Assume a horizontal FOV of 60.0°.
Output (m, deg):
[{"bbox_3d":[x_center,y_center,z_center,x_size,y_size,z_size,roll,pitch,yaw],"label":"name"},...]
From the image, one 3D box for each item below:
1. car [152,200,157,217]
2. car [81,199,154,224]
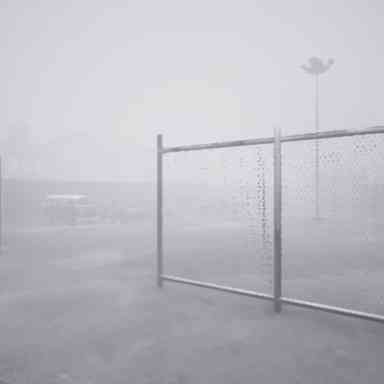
[{"bbox_3d":[-3.456,1.458,29.740,3.633,1.501,1.845,0,0,36],"label":"car"},{"bbox_3d":[-5.842,1.519,25.693,5.357,1.415,2.033,0,0,36],"label":"car"}]
